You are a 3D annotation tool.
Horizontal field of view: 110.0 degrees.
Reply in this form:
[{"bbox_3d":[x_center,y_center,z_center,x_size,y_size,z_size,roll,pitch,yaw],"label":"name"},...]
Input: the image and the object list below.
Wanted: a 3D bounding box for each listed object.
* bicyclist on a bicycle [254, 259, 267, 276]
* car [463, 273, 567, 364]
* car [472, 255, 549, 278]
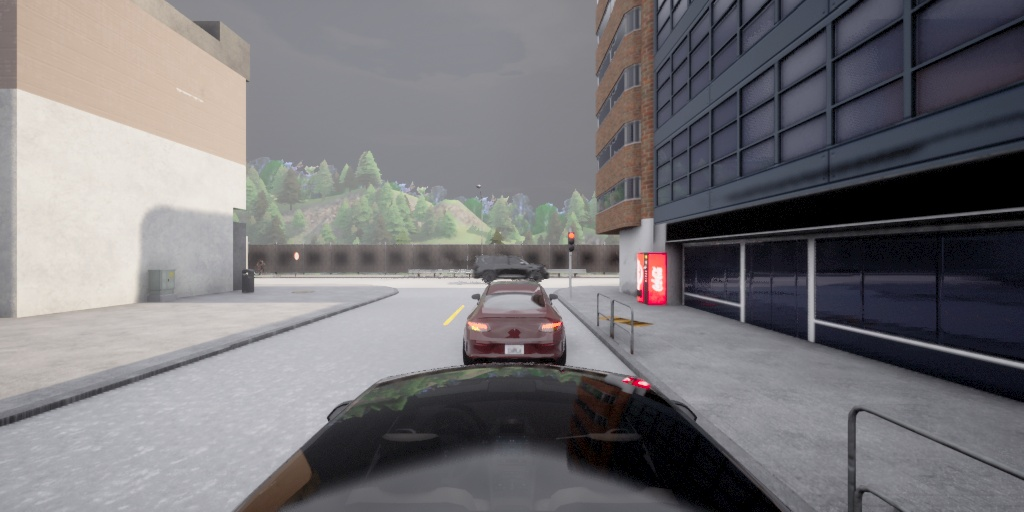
[{"bbox_3d":[-24.187,1.099,34.496,0.582,1.620,1.656,0,0,0],"label":"bicyclist on a bicycle"},{"bbox_3d":[0.058,1.276,7.825,1.812,1.442,4.674,0,0,1],"label":"car"},{"bbox_3d":[-0.117,0.971,26.079,5.566,2.045,2.150,0,0,0],"label":"car"}]
